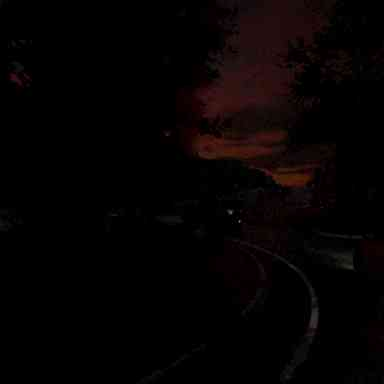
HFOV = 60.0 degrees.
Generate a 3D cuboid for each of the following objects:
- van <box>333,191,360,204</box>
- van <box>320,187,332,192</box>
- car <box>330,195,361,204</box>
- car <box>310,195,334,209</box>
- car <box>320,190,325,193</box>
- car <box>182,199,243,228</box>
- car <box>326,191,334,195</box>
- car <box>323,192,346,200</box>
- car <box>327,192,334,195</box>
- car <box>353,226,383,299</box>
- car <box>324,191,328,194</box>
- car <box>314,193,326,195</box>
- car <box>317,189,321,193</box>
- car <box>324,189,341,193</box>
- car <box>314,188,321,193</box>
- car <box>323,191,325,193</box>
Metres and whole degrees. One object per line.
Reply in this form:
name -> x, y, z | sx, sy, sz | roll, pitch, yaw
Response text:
van -> 24.756, 1.279, 51.395 | 4.442, 1.987, 1.878 | 1, 2, 17
van -> 33.098, 0.543, 77.856 | 4.442, 1.987, 1.878 | 1, 2, 17
car -> 27.329, 1.312, 59.318 | 4.792, 1.488, 2.163 | 1, 2, 17
car -> 18.030, 1.552, 46.414 | 1.837, 1.490, 4.892 | 1, 1, 14
car -> 31.356, 0.912, 72.591 | 5.008, 1.535, 2.097 | 1, 2, 17
car -> 1.176, 1.189, 21.053 | 2.097, 1.767, 4.553 | 3, -1, -30
car -> 28.107, 1.209, 61.980 | 4.892, 1.521, 2.231 | 1, 2, 17
car -> 32.170, 0.879, 75.247 | 4.674, 1.452, 2.002 | 1, 2, 17
car -> 26.312, 1.350, 56.728 | 5.366, 1.575, 1.946 | 1, 2, 17
car -> 5.038, 1.385, 7.282 | 2.097, 1.767, 4.553 | 1, 0, 17
car -> 28.931, 1.133, 64.629 | 5.008, 1.535, 2.097 | 1, 2, 17
car -> 21.007, 1.408, 56.135 | 1.994, 1.385, 4.181 | 1, 2, 17
car -> 34.580, 0.650, 83.212 | 4.792, 1.488, 2.163 | 1, 2, 17
car -> 29.768, 0.934, 67.271 | 4.553, 1.767, 2.185 | 1, 2, 17
car -> 36.055, 0.469, 88.564 | 5.366, 1.575, 1.946 | 1, 2, 17
car -> 30.546, 1.026, 69.939 | 4.674, 1.452, 2.002 | 1, 2, 17
